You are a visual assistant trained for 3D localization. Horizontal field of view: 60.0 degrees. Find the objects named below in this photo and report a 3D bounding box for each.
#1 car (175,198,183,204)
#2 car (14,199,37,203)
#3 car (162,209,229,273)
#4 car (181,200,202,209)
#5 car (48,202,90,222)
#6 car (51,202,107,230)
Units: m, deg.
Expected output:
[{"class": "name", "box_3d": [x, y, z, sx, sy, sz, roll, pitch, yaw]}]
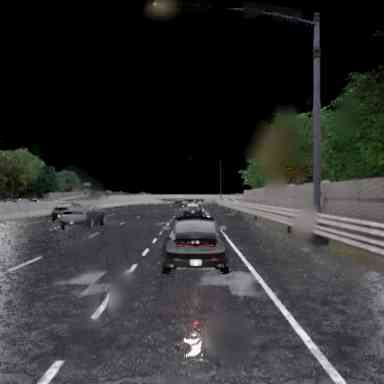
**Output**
[{"class": "car", "box_3d": [-3.536, 2.295, 89.935, 2.097, 1.767, 4.553, 0, -1, 0]}, {"class": "car", "box_3d": [-21.097, 1.669, 41.930, 2.097, 1.767, 4.553, 0, -1, 0]}, {"class": "car", "box_3d": [0.096, 1.523, 10.744, 1.837, 1.490, 4.892, 0, 0, 0]}, {"class": "car", "box_3d": [0.086, 1.750, 34.230, 1.812, 1.442, 4.674, 0, -1, 0]}, {"class": "car", "box_3d": [-10.411, 1.660, 28.576, 1.837, 1.490, 4.892, 0, -1, 0]}, {"class": "car", "box_3d": [-6.909, 1.576, 21.519, 2.128, 1.511, 4.902, 0, -1, 0]}]
